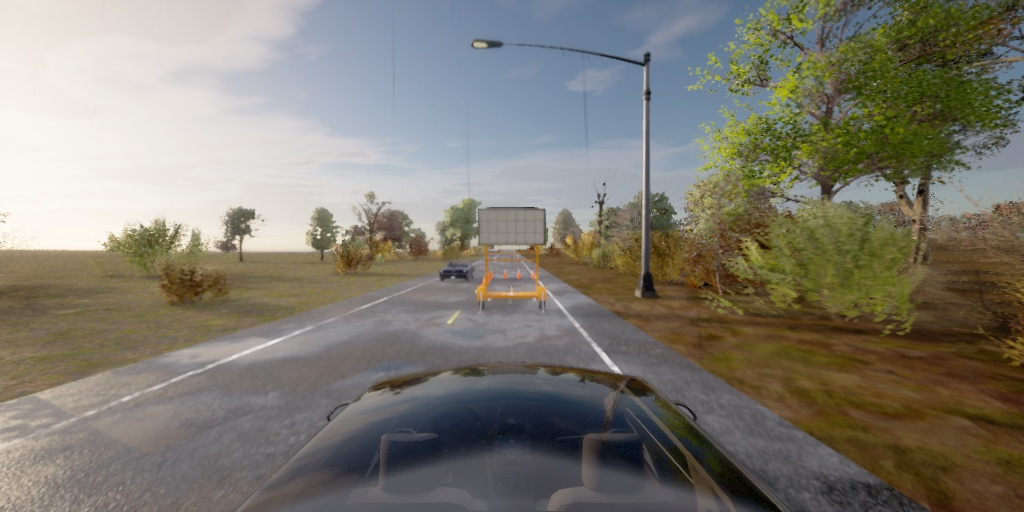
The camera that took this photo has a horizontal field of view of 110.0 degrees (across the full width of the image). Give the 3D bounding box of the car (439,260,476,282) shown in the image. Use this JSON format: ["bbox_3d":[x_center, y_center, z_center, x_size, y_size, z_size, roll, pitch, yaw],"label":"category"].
[{"bbox_3d":[-3.595,0.966,24.060,1.895,1.301,4.718,0,1,0],"label":"car"}]

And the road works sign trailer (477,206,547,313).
[{"bbox_3d":[0.000,0.023,12.971,2.380,3.560,2.880,0,0,0],"label":"road works sign trailer"}]
